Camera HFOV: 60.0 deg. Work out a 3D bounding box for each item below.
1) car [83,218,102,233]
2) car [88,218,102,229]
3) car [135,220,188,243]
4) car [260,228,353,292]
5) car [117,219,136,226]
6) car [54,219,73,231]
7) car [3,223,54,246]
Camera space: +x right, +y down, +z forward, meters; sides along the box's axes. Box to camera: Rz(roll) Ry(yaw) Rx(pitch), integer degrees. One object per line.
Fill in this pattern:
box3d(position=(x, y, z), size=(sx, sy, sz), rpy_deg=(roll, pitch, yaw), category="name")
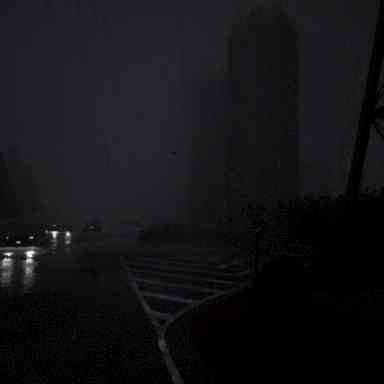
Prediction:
box3d(position=(-11.359, 3.930, 38.000), size=(1.994, 1.385, 4.181), rpy_deg=(2, -4, -14), category="car")
box3d(position=(-14.360, 4.610, 49.464), size=(1.837, 1.490, 4.892), rpy_deg=(2, -4, -14), category="car")
box3d(position=(-2.383, 3.305, 27.238), size=(3.988, 1.617, 1.851), rpy_deg=(2, -4, -15), category="car")
box3d(position=(4.124, 2.226, 11.558), size=(1.905, 1.878, 3.866), rpy_deg=(-3, -6, 44), category="car")
box3d(position=(-11.133, 5.410, 58.999), size=(4.181, 1.381, 1.994), rpy_deg=(2, -4, -15), category="car")
box3d(position=(-15.741, 4.014, 40.729), size=(1.812, 1.442, 4.674), rpy_deg=(2, -4, -14), category="car")
box3d(position=(-11.176, 2.837, 22.760), size=(2.033, 1.411, 5.357), rpy_deg=(2, -4, -14), category="car")
